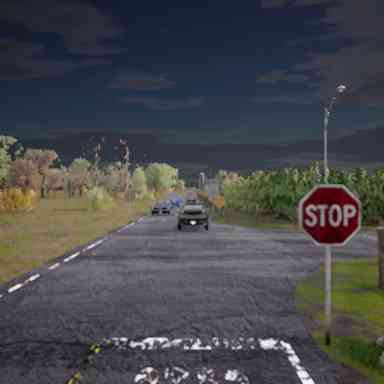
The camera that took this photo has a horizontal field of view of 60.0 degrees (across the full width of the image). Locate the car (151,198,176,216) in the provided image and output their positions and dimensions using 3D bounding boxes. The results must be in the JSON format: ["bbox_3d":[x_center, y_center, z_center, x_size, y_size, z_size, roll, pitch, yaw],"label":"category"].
[{"bbox_3d":[-2.905,1.584,32.739,1.895,1.301,4.718,0,0,0],"label":"car"}]

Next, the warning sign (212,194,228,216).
[{"bbox_3d":[2.398,1.101,29.054,1.300,1.860,1.060,0,0,0],"label":"warning sign"}]

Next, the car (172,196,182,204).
[{"bbox_3d":[-2.864,1.492,65.677,1.812,1.442,4.674,0,0,0],"label":"car"}]

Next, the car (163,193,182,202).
[{"bbox_3d":[-2.923,1.184,48.517,2.150,2.045,5.566,0,0,0],"label":"car"}]

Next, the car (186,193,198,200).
[{"bbox_3d":[-0.105,1.440,61.083,1.837,1.490,4.892,0,0,0],"label":"car"}]

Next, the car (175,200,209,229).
[{"bbox_3d":[0.063,1.495,21.450,1.837,1.490,4.892,0,0,0],"label":"car"}]
